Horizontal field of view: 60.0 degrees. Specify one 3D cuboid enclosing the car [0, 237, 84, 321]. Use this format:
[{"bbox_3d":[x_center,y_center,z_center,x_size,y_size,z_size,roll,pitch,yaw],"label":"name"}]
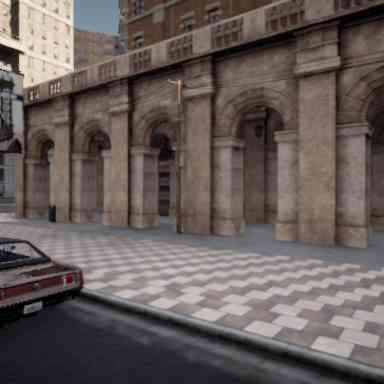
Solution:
[{"bbox_3d":[-4.383,1.584,6.688,4.718,1.301,1.895,0,0,35],"label":"car"}]
